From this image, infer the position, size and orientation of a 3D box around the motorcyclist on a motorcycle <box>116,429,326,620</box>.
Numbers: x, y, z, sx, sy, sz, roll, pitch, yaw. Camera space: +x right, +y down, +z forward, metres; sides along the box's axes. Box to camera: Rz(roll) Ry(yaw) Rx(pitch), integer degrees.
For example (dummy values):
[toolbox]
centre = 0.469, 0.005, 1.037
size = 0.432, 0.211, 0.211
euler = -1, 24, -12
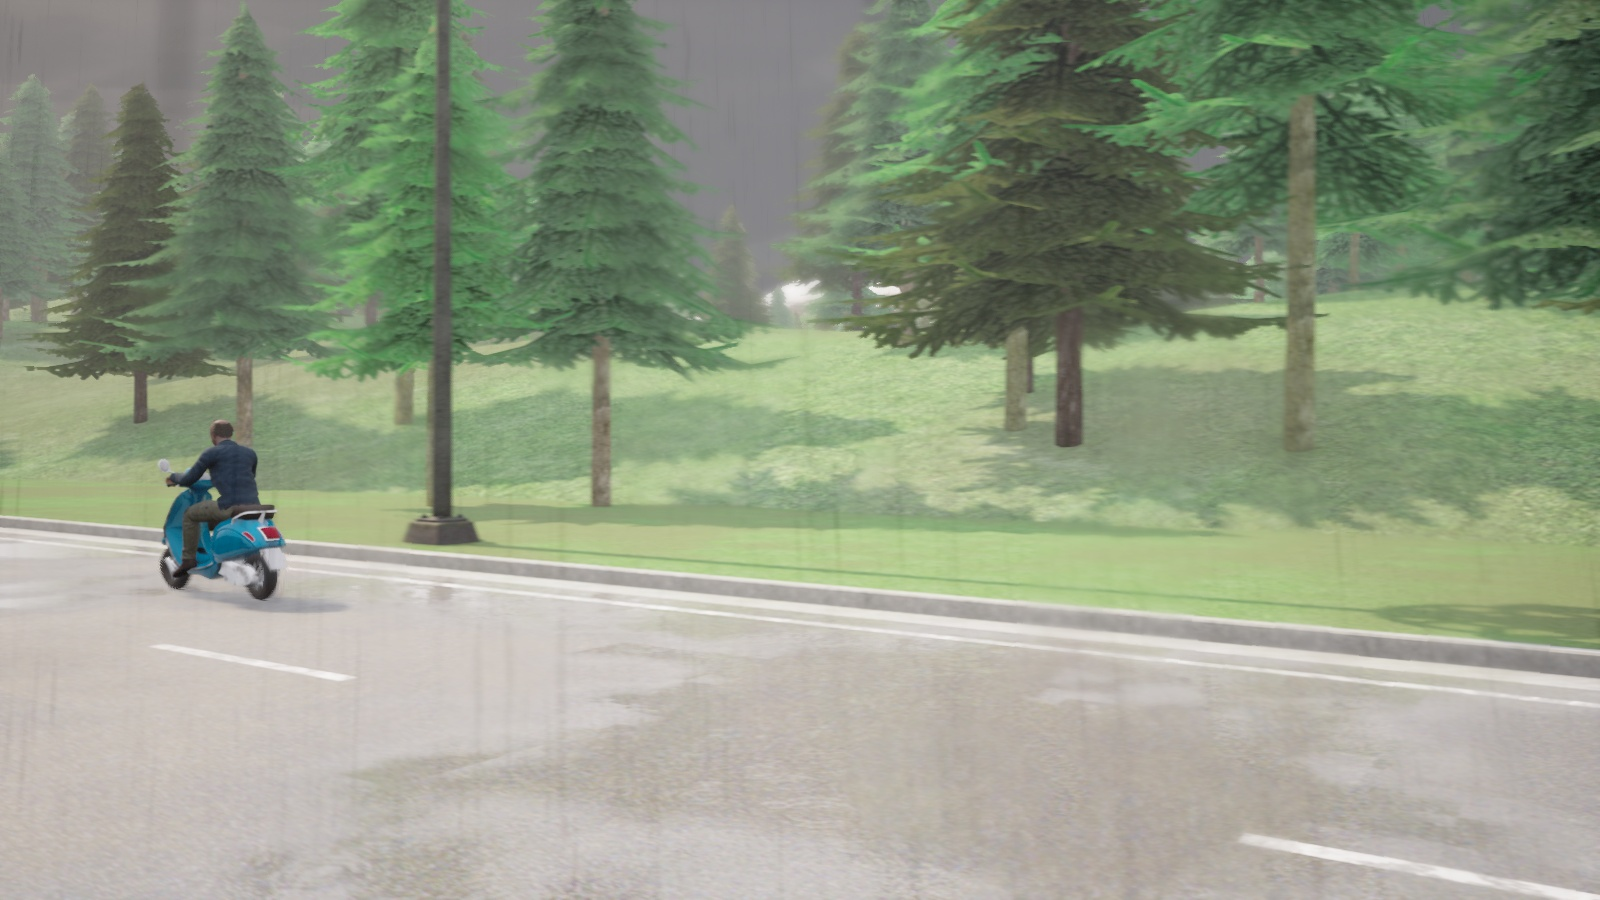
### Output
[motorcyclist on a motorcycle]
centre = -5.219, 0.615, 11.293
size = 1.817, 1.590, 0.866
euler = 0, 1, 34
